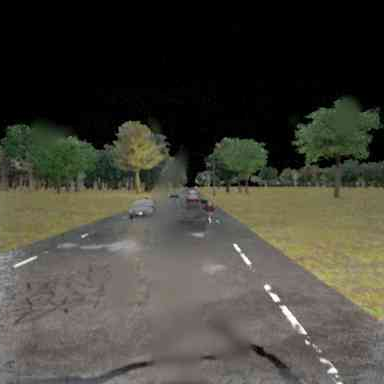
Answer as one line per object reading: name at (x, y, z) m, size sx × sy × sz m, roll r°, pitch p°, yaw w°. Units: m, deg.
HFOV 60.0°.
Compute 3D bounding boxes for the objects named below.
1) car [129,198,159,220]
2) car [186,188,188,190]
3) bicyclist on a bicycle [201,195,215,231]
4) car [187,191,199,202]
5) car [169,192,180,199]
car at (-3.594, 1.264, 25.505) m, size 1.837 × 1.490 × 4.892 m, roll 0°, pitch 1°, yaw 0°
car at (0.017, 0.456, 73.709) m, size 1.882 × 1.535 × 5.008 m, roll 0°, pitch 1°, yaw 0°
bicyclist on a bicycle at (0.964, 1.227, 18.236) m, size 0.659 × 1.776 × 1.843 m, roll 0°, pitch 1°, yaw 0°
car at (0.112, 0.872, 56.206) m, size 1.994 × 1.385 × 4.181 m, roll 0°, pitch 1°, yaw 0°
car at (-3.489, 0.720, 66.262) m, size 1.895 × 1.301 × 4.718 m, roll 0°, pitch 1°, yaw 0°
